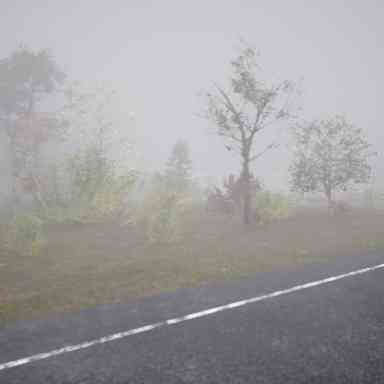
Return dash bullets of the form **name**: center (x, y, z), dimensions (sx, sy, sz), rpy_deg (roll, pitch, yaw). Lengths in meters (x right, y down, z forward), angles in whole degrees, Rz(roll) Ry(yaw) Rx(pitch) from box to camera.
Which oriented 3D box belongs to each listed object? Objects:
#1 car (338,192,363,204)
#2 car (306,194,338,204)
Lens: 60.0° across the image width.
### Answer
- **car**: center (28.939, 1.078, 61.531), dimensions (2.150, 2.045, 5.566), rpy_deg (0, 0, -37)
- **car**: center (22.519, 1.193, 58.417), dimensions (2.097, 1.767, 4.553), rpy_deg (0, 0, -37)
